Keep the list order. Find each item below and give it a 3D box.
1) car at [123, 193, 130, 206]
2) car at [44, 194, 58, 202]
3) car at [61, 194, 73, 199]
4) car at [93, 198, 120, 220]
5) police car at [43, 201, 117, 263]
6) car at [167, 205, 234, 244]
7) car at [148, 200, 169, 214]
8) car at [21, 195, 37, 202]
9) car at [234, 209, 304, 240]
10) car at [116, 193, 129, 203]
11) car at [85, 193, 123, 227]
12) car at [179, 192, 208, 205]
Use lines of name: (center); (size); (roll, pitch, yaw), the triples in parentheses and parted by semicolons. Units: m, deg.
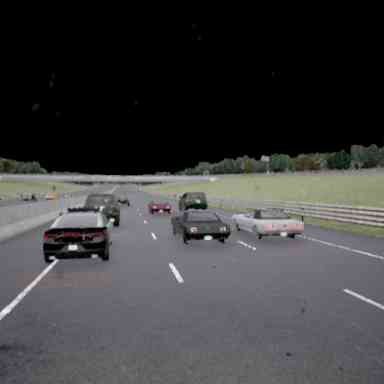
car: (-10.107, 1.109, 48.361); (2.097, 1.767, 4.553); (0, 1, -11)
car: (-28.199, 1.098, 66.442); (1.882, 1.535, 5.008); (0, 1, -12)
car: (-24.318, 1.162, 64.990); (1.812, 1.442, 4.674); (0, 0, -12)
car: (-6.976, 1.321, 27.537); (1.882, 1.535, 5.008); (0, 0, -11)
police car: (-3.863, 1.350, 11.940); (1.930, 1.638, 5.238); (0, 0, -11)
car: (0.201, 1.508, 15.346); (1.895, 1.301, 4.718); (0, 0, -11)
car: (-3.279, 1.421, 32.722); (1.895, 1.301, 4.718); (0, 0, -11)
car: (-31.167, 1.196, 63.543); (1.994, 1.385, 4.181); (0, 0, -12)
car: (3.531, 1.503, 16.547); (1.895, 1.301, 4.718); (0, 0, -11)
car: (-12.645, 1.034, 60.519); (2.097, 1.767, 4.553); (0, 0, -12)
car: (-5.801, 1.096, 21.677); (2.150, 2.045, 5.566); (0, 0, -11)
car: (0.053, 1.033, 33.897); (2.150, 2.045, 5.566); (0, 0, -11)
